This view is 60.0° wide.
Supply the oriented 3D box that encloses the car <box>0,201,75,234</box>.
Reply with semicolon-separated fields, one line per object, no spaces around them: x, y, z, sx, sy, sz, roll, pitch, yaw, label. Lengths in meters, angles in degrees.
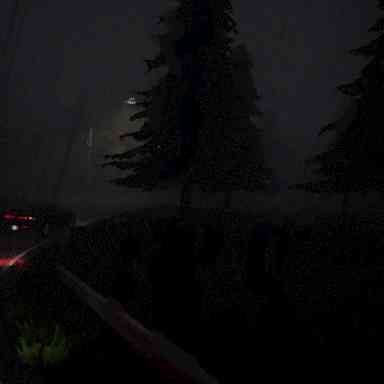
-7.395;1.208;16.487;1.837;1.490;4.892;5;1;2;car
